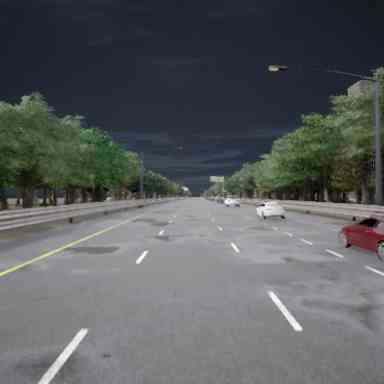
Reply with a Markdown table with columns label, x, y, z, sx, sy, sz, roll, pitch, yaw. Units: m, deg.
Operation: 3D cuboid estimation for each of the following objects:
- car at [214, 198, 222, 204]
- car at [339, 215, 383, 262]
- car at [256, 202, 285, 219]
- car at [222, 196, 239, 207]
| label | x | y | z | sx | sy | sz | roll | pitch | yaw |
| --- | --- | --- | --- | --- | --- | --- | --- | --- | --- |
| car | 7.436 | 2.359 | 87.655 | 1.812 | 1.442 | 4.674 | 0 | -1 | 1 |
| car | 7.010 | 1.548 | 11.900 | 1.812 | 1.442 | 4.674 | 0 | 0 | 0 |
| car | 7.054 | 1.652 | 30.104 | 1.812 | 1.442 | 4.674 | 0 | 0 | 0 |
| car | 7.210 | 1.697 | 60.569 | 2.150 | 2.045 | 5.566 | 0 | -1 | 0 |
